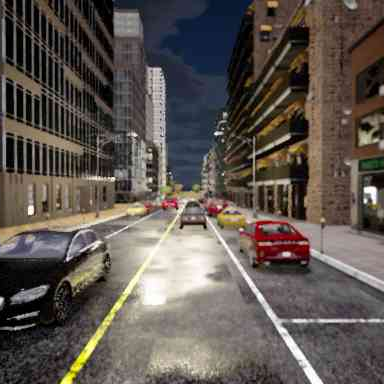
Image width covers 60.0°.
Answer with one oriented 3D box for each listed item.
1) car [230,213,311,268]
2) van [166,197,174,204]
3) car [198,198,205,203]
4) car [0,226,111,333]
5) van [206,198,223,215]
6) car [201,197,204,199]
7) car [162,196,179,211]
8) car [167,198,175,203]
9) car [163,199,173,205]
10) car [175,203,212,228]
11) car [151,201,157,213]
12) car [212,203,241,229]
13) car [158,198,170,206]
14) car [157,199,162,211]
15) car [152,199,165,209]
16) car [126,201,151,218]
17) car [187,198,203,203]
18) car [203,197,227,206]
[{"bbox_3d":[2.666,1.649,11.637,1.887,1.381,4.507,-1,-1,0],"label":"car"},{"bbox_3d":[-5.740,2.114,85.826,1.690,1.788,3.998,-1,-1,0],"label":"van"},{"bbox_3d":[2.608,2.389,91.401,1.947,1.339,4.313,-1,-1,0],"label":"car"},{"bbox_3d":[-3.106,1.556,7.209,2.128,1.511,4.902,0,-1,0],"label":"car"},{"bbox_3d":[2.640,1.700,40.126,1.690,1.788,3.998,-1,-1,0],"label":"van"},{"bbox_3d":[2.638,1.851,45.822,1.967,1.590,4.097,-1,-1,0],"label":"car"},{"bbox_3d":[-3.120,1.657,48.938,2.150,2.045,5.566,0,0,0],"label":"car"},{"bbox_3d":[-5.739,2.369,91.521,1.887,1.381,4.507,-1,-1,0],"label":"car"},{"bbox_3d":[-5.731,2.287,80.126,1.947,1.339,4.313,-1,-1,0],"label":"car"},{"bbox_3d":[0.083,1.757,23.674,2.033,1.411,5.357,0,-1,0],"label":"car"},{"bbox_3d":[-5.702,1.904,40.243,1.887,1.381,4.507,-1,-1,0],"label":"car"},{"bbox_3d":[2.657,1.732,23.202,1.752,1.417,4.829,-1,-1,0],"label":"car"},{"bbox_3d":[-5.725,2.058,68.732,1.967,1.590,4.097,-1,-1,0],"label":"car"},{"bbox_3d":[-5.706,1.962,45.940,2.008,1.369,4.403,-1,-1,0],"label":"car"},{"bbox_3d":[-5.715,2.038,57.166,1.752,1.417,4.829,-1,-1,0],"label":"car"},{"bbox_3d":[-5.698,1.831,34.376,1.752,1.417,4.829,-1,-1,0],"label":"car"},{"bbox_3d":[0.069,1.872,41.241,1.837,1.490,4.892,0,-1,0],"label":"car"},{"bbox_3d":[2.644,1.622,34.429,2.192,1.841,5.009,-1,-1,0],"label":"car"}]
